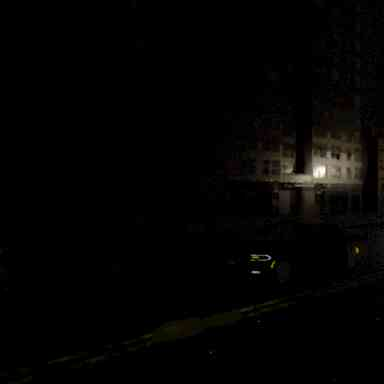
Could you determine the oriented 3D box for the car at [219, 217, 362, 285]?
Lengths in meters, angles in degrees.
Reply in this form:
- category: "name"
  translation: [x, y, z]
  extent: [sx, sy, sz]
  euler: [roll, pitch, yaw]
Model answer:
- category: "car"
  translation: [3.036, 1.548, 9.850]
  extent: [5.008, 1.535, 1.882]
  euler: [1, 0, -35]
